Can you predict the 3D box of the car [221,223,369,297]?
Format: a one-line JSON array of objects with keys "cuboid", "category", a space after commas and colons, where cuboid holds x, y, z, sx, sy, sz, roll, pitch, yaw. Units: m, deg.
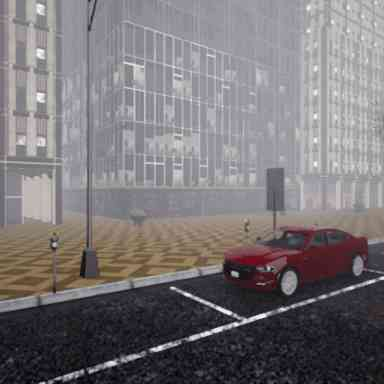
[{"cuboid": [2.758, 1.540, 8.538, 4.507, 1.381, 1.887, 0, 0, -36], "category": "car"}]
